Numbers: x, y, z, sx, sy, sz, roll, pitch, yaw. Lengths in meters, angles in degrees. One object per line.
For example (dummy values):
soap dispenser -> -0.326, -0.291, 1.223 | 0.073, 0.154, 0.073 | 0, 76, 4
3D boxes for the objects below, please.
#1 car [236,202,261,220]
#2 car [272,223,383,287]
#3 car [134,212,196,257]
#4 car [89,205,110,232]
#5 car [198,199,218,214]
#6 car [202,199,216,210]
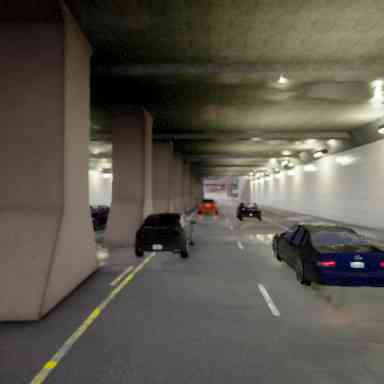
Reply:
car -> 4.963, 1.647, 29.462 | 2.128, 1.511, 4.902 | 0, 0, 4
car -> 3.654, 1.605, 9.561 | 2.033, 1.411, 5.357 | 0, 0, 3
car -> -0.968, 1.565, 13.253 | 1.837, 1.490, 4.892 | 0, 0, 4
car -> -6.330, 1.572, 21.049 | 2.128, 1.511, 4.902 | 0, 0, 4
car -> 1.908, 1.539, 37.971 | 2.097, 1.767, 4.553 | 0, 0, 5
car -> 2.474, 1.741, 48.057 | 1.837, 1.490, 4.892 | 0, 0, 4
